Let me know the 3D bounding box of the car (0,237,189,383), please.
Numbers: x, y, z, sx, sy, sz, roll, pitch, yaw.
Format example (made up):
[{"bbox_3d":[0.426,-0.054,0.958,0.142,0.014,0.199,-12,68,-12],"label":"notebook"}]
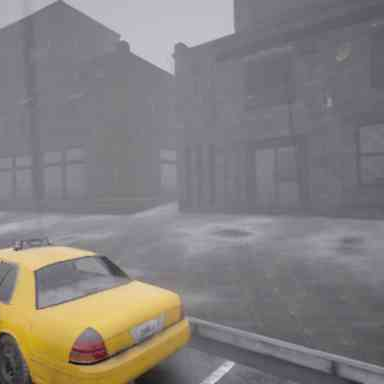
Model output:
[{"bbox_3d":[-2.581,1.482,5.116,5.366,1.575,1.946,0,0,35],"label":"car"}]
